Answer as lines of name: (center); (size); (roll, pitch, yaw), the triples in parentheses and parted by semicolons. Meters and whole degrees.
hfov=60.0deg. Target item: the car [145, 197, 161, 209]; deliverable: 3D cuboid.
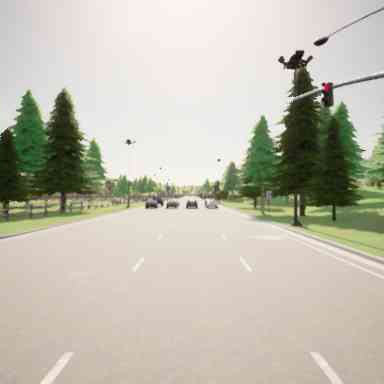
car: (-7.000, 2.113, 57.732); (1.882, 1.535, 5.008); (0, -1, 0)

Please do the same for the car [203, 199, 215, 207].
car: (3.500, 2.202, 68.152); (2.128, 1.511, 4.902); (0, -1, 0)

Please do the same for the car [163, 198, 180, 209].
car: (-3.500, 2.140, 57.732); (1.837, 1.490, 4.892); (0, -1, 0)

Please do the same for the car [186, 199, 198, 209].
car: (0.000, 1.991, 58.087); (2.097, 1.767, 4.553); (0, -1, 0)

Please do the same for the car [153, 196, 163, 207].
car: (-7.000, 1.852, 68.185); (2.150, 2.045, 5.566); (0, -1, 0)

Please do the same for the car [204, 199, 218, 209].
car: (3.500, 2.165, 58.148); (1.812, 1.442, 4.674); (0, -1, 0)

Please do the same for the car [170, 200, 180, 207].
car: (-3.500, 2.291, 68.181); (1.895, 1.301, 4.718); (0, -1, 0)

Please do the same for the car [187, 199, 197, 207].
car: (0.000, 2.250, 68.151); (1.994, 1.385, 4.181); (0, -1, 0)
